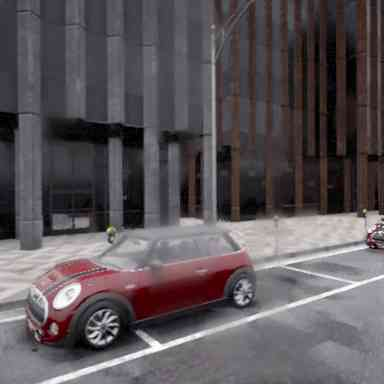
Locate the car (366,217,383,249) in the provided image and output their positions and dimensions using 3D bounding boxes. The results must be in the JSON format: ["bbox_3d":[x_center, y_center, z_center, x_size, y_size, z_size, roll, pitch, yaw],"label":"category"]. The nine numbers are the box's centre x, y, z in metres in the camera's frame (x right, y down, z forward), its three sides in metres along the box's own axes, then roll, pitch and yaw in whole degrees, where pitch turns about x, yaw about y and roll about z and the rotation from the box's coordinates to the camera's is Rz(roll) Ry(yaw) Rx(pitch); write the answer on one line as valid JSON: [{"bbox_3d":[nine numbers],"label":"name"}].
[{"bbox_3d":[8.406,1.357,12.655,4.097,1.590,1.967,0,0,-36],"label":"car"}]

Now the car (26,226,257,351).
[{"bbox_3d":[-0.769,1.424,6.105,4.097,1.590,1.967,0,0,-36],"label":"car"}]
